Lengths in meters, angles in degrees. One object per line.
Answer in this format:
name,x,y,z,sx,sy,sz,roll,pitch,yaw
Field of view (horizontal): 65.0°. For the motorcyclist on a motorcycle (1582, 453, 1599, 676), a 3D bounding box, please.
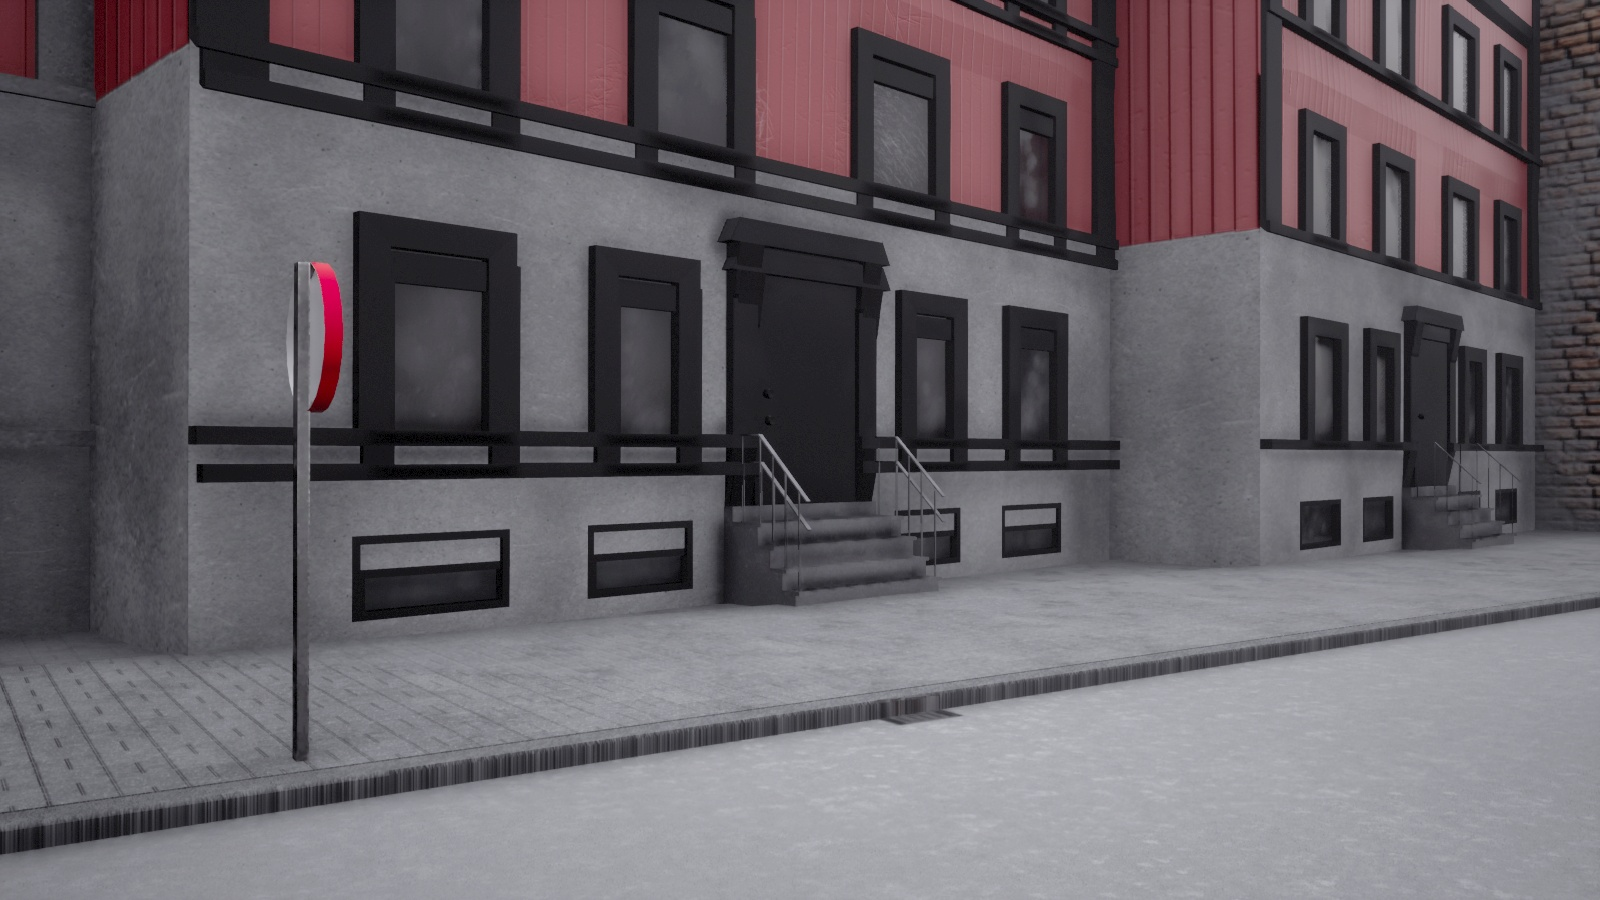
motorcyclist on a motorcycle,6.581,0.788,8.978,2.191,1.530,0.866,0,0,-34
